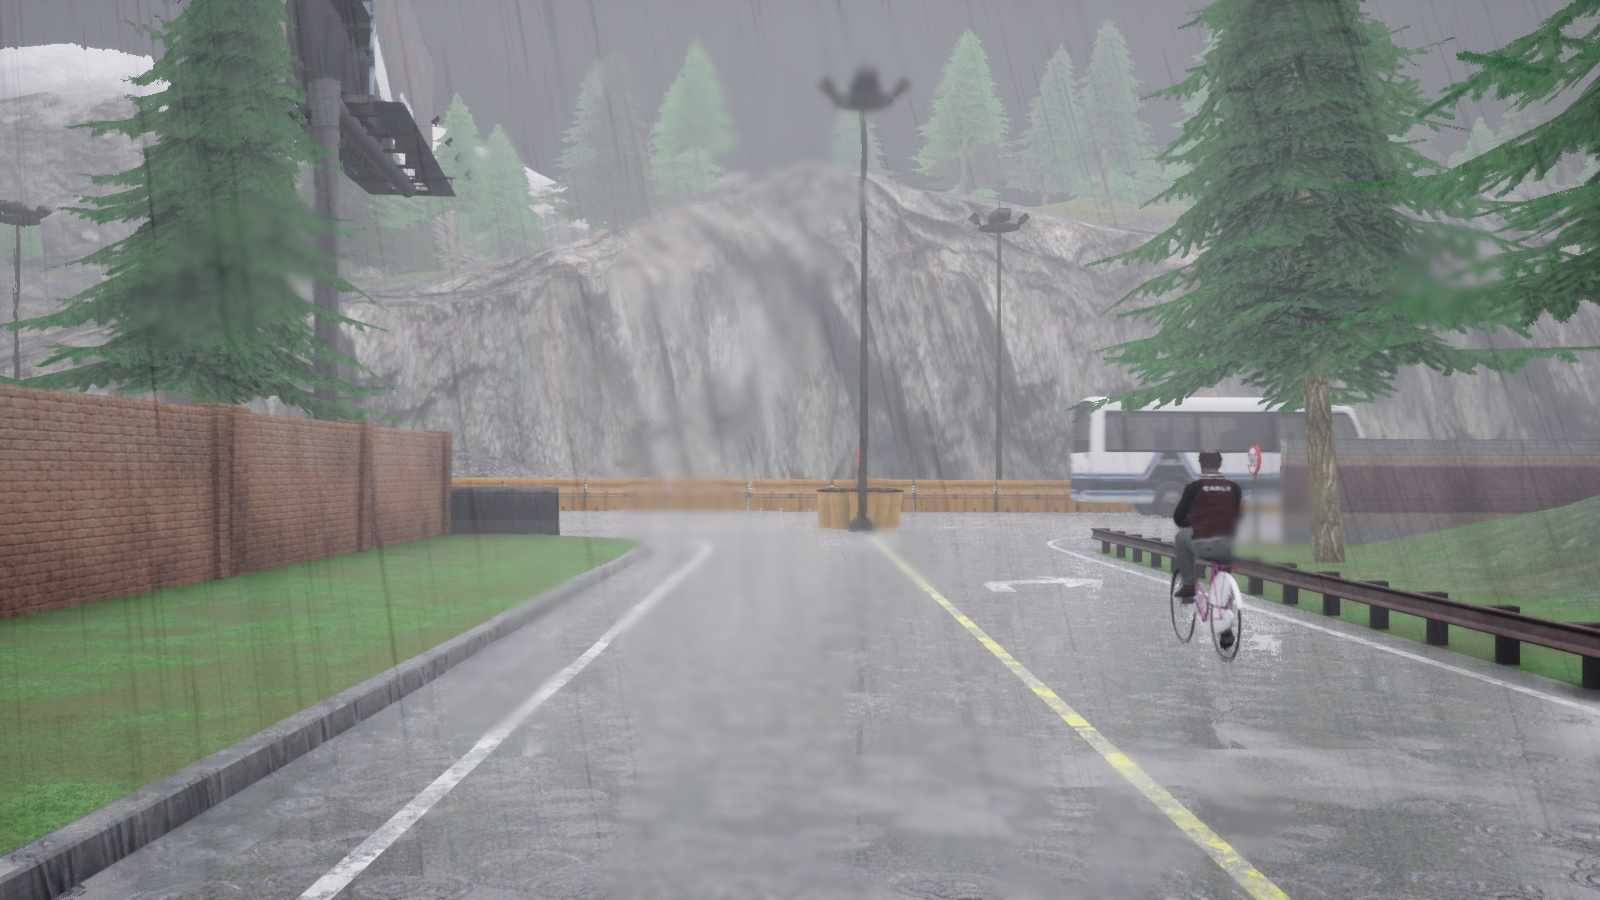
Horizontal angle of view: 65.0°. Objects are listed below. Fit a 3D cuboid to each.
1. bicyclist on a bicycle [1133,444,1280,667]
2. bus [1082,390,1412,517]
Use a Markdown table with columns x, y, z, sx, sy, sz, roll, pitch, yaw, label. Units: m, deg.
| x | y | z | sx | sy | sz | roll | pitch | yaw | label |
| --- | --- | --- | --- | --- | --- | --- | --- | --- | --- |
| 3.486 | 0.854 | 10.934 | 0.659 | 1.776 | 1.843 | 0 | -1 | 0 | bicyclist on a bicycle |
| 15.619 | 0.142 | 44.620 | 10.273 | 4.253 | 3.944 | 0 | -1 | -1 | bus |
